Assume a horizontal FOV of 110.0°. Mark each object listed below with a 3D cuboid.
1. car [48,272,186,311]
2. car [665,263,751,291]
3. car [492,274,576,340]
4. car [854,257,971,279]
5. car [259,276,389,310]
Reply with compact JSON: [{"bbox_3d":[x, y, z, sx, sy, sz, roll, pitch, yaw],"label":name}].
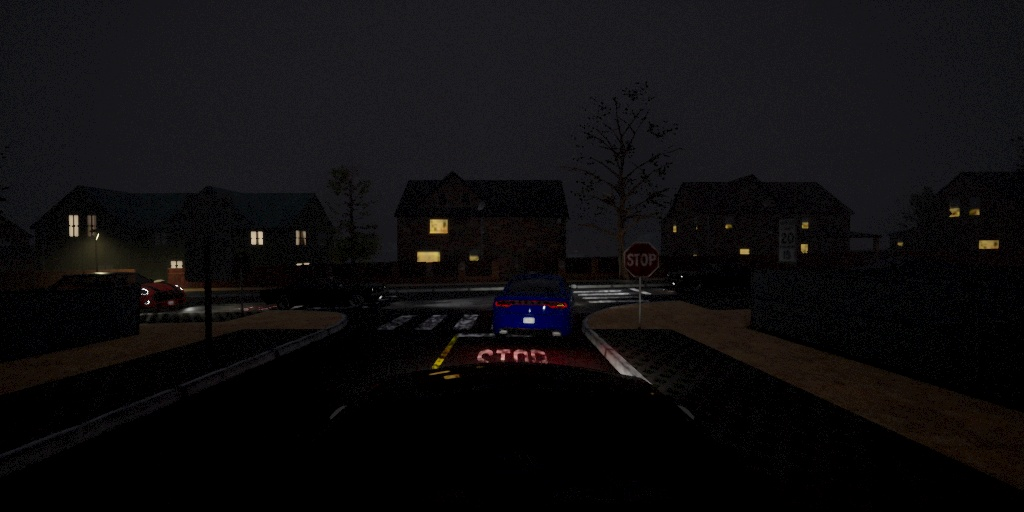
[{"bbox_3d":[-16.807,1.471,15.292,4.553,1.767,2.097,-1,1,0],"label":"car"},{"bbox_3d":[10.400,1.034,18.244,4.718,1.301,1.895,-1,1,-1],"label":"car"},{"bbox_3d":[0.781,1.226,10.103,1.882,1.535,5.008,0,0,10],"label":"car"},{"bbox_3d":[20.046,0.753,18.286,5.357,1.411,2.033,-1,1,0],"label":"car"},{"bbox_3d":[-7.820,1.506,15.305,4.718,1.301,1.895,-1,1,0],"label":"car"}]
